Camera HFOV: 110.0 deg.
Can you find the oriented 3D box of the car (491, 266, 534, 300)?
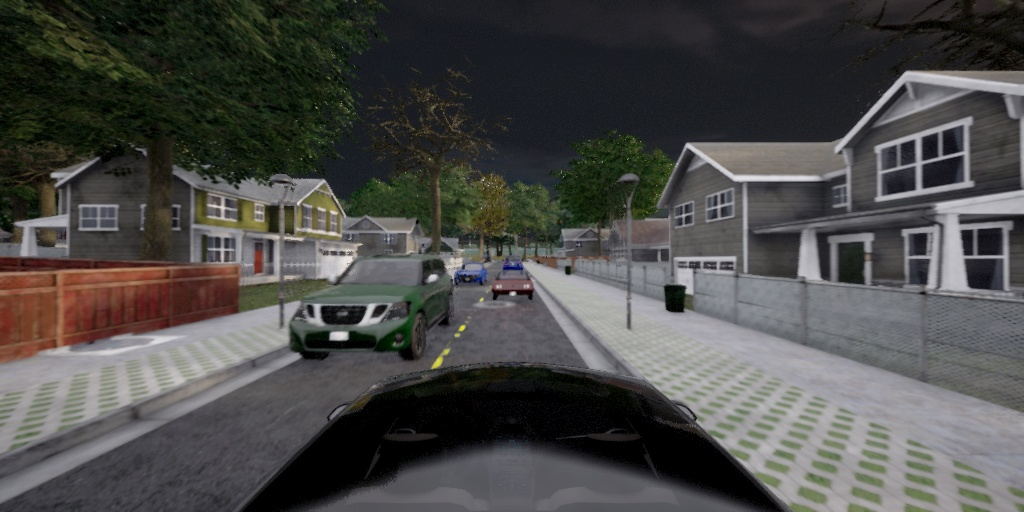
[{"bbox_3d":[0.055,1.342,17.683,1.895,1.301,4.718,0,0,0],"label":"car"}]

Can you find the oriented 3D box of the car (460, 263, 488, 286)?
[{"bbox_3d":[-2.794,1.212,25.359,1.882,1.535,5.008,0,0,1],"label":"car"}]

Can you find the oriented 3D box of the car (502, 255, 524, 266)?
[{"bbox_3d":[0.102,0.930,39.767,2.150,2.045,5.566,0,0,0],"label":"car"}]

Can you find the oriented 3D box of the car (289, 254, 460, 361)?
[{"bbox_3d":[-2.817,0.969,8.640,2.150,2.045,5.566,0,0,0],"label":"car"}]
